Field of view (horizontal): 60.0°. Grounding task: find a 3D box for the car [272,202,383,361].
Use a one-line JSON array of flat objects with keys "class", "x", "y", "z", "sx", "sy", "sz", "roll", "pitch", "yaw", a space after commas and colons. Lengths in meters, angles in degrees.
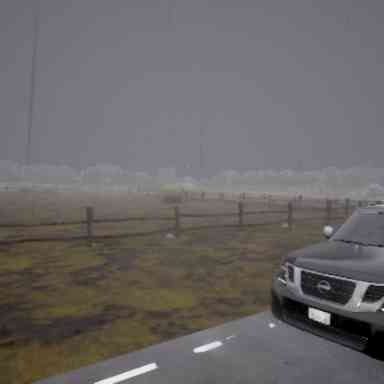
[{"class": "car", "x": 3.863, "y": 1.210, "z": 5.796, "sx": 5.566, "sy": 2.045, "sz": 2.150, "roll": 0, "pitch": 0, "yaw": -35}]
